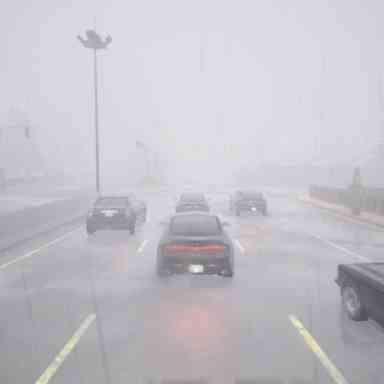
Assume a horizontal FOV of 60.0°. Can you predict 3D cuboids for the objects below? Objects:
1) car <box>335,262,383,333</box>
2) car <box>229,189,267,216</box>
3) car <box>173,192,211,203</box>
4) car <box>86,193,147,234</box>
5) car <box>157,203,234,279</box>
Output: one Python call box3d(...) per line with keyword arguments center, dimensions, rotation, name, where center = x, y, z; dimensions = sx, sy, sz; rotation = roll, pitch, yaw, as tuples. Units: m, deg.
box3d(center=(3.593, 1.567, 4.106), dimensions=(1.895, 1.301, 4.718), rotation=(0, 1, 0), name="car")
box3d(center=(3.513, 0.585, 21.281), dimensions=(1.837, 1.490, 4.892), rotation=(0, 3, 0), name="car")
box3d(center=(0.029, 0.769, 18.761), dimensions=(1.837, 1.490, 4.892), rotation=(0, 4, 0), name="car")
box3d(center=(-3.457, 0.815, 15.995), dimensions=(2.097, 1.767, 4.553), rotation=(0, 4, 0), name="car")
box3d(center=(0.075, 1.315, 9.527), dimensions=(1.837, 1.490, 4.892), rotation=(0, 2, 0), name="car")
